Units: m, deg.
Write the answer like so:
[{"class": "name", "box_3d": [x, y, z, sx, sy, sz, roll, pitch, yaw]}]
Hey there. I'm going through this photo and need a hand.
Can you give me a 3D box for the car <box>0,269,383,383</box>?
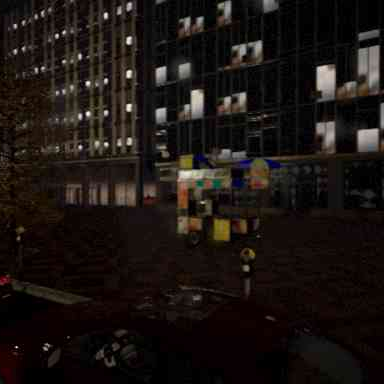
[{"class": "car", "box_3d": [-0.244, 1.562, 3.009, 4.206, 1.307, 1.802, 0, 1, 33]}]
